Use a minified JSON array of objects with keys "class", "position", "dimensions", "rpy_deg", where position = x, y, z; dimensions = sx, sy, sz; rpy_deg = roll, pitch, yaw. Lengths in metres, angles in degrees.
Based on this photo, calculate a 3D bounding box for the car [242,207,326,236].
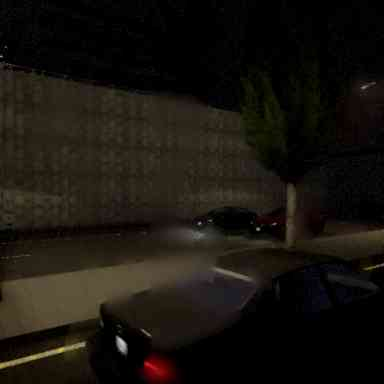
[{"class":"car","position":[5.076,1.512,17.322],"dimensions":[4.674,1.442,1.812],"rpy_deg":[0,0,-35]}]

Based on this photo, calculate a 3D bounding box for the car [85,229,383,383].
[{"class":"car","position":[1.360,1.544,4.717],"dimensions":[5.357,1.411,2.033],"rpy_deg":[0,0,-35]}]

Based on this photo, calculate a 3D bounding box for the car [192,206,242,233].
[{"class":"car","position":[2.059,1.552,19.483],"dimensions":[4.181,1.385,1.994],"rpy_deg":[0,0,-35]}]
